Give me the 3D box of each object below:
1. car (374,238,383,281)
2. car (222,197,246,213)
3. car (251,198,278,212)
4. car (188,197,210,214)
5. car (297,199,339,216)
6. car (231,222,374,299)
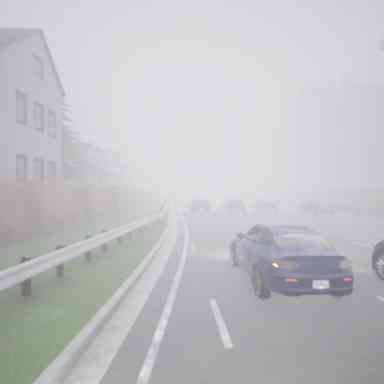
[{"bbox_3d":[5.776,1.313,6.757,2.097,1.767,4.553,0,0,-3],"label":"car"},{"bbox_3d":[4.198,1.306,33.782,1.837,1.490,4.892,0,0,-3],"label":"car"},{"bbox_3d":[7.626,1.320,35.099,1.812,1.442,4.674,0,0,-3],"label":"car"},{"bbox_3d":[0.726,1.309,33.185,1.837,1.490,4.892,0,0,-3],"label":"car"},{"bbox_3d":[11.404,1.370,30.470,2.033,1.411,5.357,0,0,-3],"label":"car"},{"bbox_3d":[2.181,1.477,8.264,1.812,1.442,4.674,0,0,-3],"label":"car"}]
